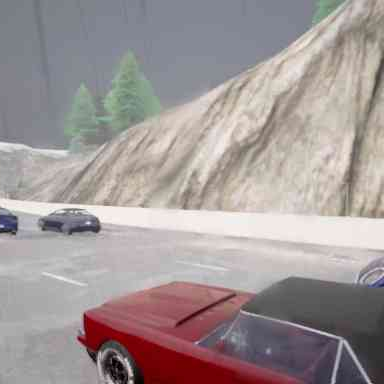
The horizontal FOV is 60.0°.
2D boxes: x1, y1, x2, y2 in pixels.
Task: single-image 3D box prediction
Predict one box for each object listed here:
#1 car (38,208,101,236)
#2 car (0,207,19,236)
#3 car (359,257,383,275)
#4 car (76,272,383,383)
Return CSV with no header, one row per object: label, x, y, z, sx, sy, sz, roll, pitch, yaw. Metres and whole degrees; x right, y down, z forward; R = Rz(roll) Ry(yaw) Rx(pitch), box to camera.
car,-6.955,1.589,18.758,4.181,1.385,1.994,0,0,41
car,-10.982,1.495,17.672,5.008,1.535,1.882,0,0,42
car,4.880,1.370,4.897,4.553,1.767,2.097,0,0,35
car,0.940,1.609,3.390,4.718,1.301,1.895,0,0,36
